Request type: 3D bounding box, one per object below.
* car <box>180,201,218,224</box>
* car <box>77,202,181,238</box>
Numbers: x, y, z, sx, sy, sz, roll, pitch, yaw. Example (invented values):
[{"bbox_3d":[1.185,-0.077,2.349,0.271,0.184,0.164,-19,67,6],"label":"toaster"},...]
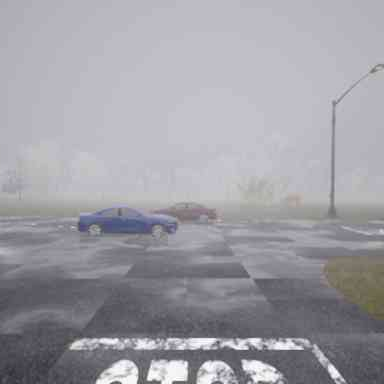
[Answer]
[{"bbox_3d":[-0.638,1.429,23.891,5.008,1.535,1.882,1,0,0],"label":"car"},{"bbox_3d":[-3.238,1.444,16.912,5.008,1.535,1.882,0,0,0],"label":"car"}]
